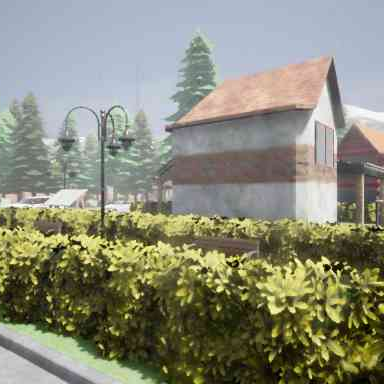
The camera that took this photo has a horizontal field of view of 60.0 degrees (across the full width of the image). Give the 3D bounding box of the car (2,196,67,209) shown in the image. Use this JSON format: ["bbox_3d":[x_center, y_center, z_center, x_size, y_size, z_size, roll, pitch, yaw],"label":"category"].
[{"bbox_3d":[-13.725,1.384,29.123,2.150,2.045,5.566,0,0,36],"label":"car"}]

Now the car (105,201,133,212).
[{"bbox_3d":[-7.989,1.688,37.064,1.812,1.442,4.674,0,0,37],"label":"car"}]
